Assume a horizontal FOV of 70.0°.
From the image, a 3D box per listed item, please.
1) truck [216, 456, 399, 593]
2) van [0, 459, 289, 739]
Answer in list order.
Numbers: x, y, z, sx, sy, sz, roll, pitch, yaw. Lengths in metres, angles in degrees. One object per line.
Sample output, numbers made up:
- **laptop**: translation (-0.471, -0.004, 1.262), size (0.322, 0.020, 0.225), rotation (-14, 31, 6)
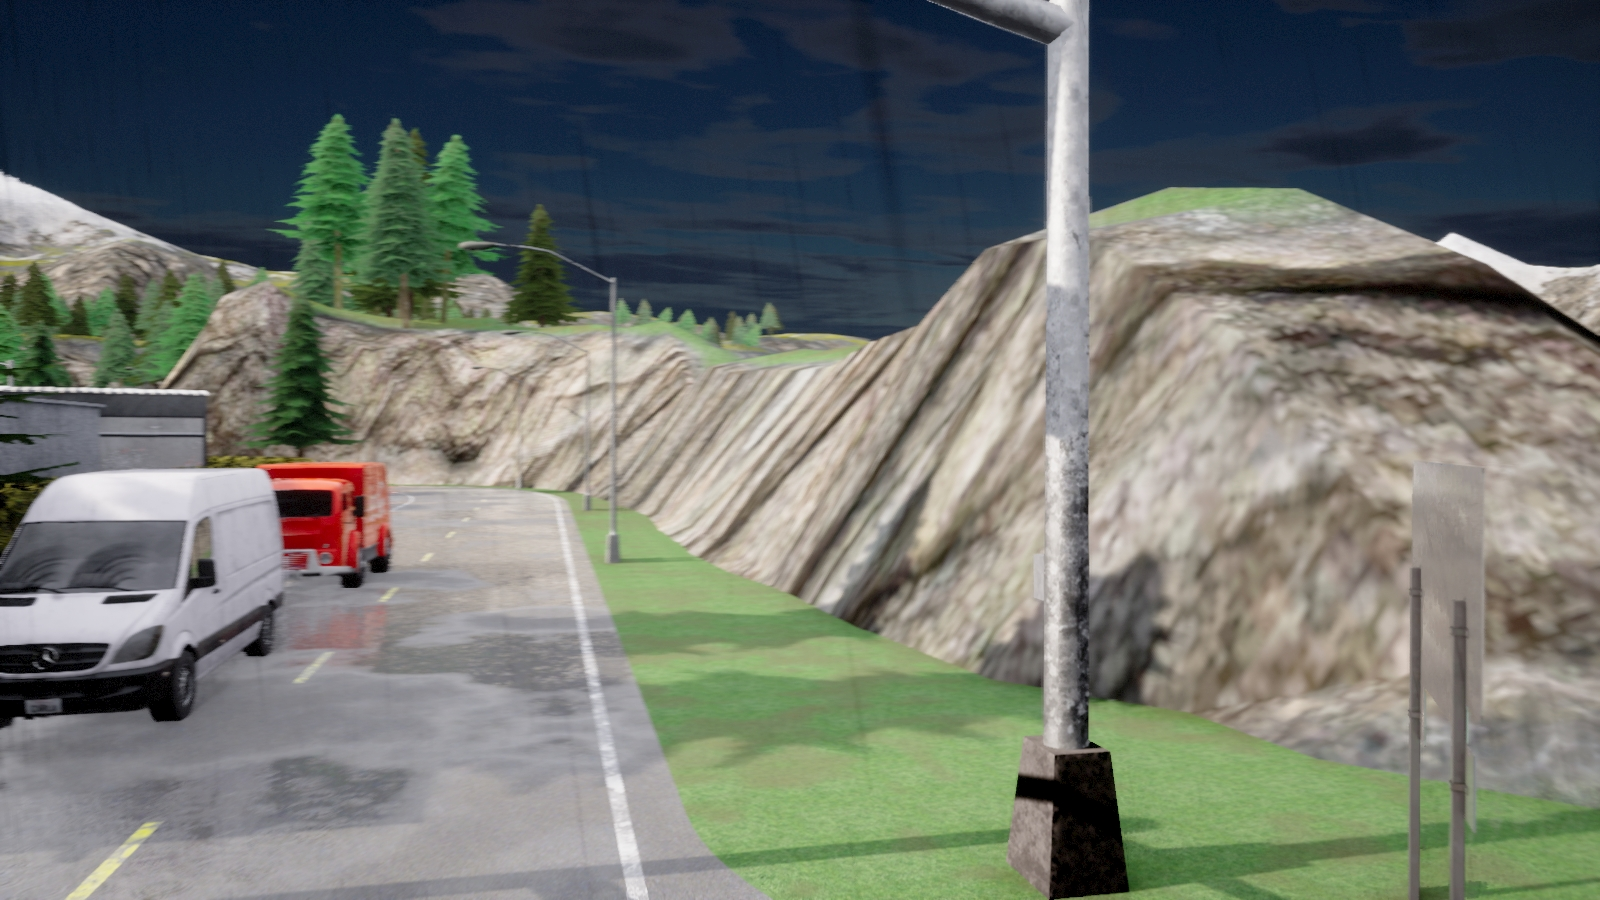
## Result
- **truck**: translation (-10.159, 1.398, 24.113), size (2.627, 2.467, 5.204), rotation (0, 1, -13)
- **van**: translation (-7.850, 1.431, 13.719), size (1.988, 2.561, 5.915), rotation (0, 0, -13)
